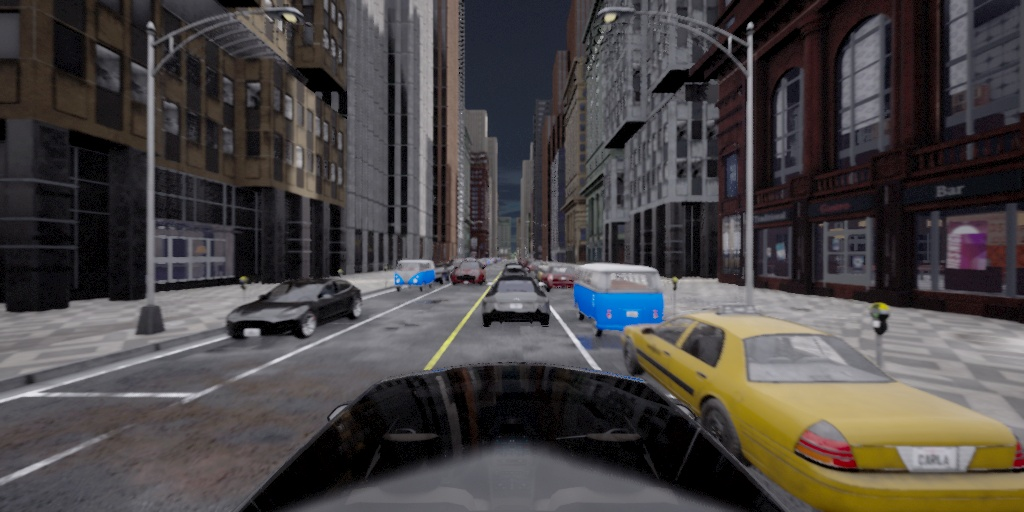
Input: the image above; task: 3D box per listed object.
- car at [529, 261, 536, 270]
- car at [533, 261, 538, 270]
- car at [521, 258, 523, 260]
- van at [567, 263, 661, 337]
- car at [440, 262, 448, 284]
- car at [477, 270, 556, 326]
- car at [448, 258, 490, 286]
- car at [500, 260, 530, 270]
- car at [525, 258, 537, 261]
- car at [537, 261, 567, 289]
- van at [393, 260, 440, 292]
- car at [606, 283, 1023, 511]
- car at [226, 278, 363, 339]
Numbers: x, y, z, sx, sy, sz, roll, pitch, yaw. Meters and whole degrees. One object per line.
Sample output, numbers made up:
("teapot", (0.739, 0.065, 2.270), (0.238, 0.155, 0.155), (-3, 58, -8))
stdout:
("car", (2.826, 1.368, 32.656), (2.007, 1.370, 4.403), (0, 0, 0))
("car", (2.813, 1.331, 27.190), (1.751, 1.417, 4.829), (0, 0, 0))
("car", (2.876, 1.179, 55.201), (2.192, 1.841, 5.009), (0, 0, 0))
("van", (2.775, 1.112, 10.111), (1.690, 1.789, 3.998), (0, 0, 0))
("car", (-5.712, 1.357, 27.028), (1.948, 1.339, 4.313), (0, 0, 0))
("car", (0.117, 1.334, 11.733), (1.994, 1.385, 4.181), (0, 0, 0))
("car", (-3.010, 1.144, 25.916), (2.097, 1.767, 4.553), (0, 0, 1))
("car", (0.153, 1.307, 27.710), (1.837, 1.490, 4.892), (0, 0, 0))
("car", (2.851, 1.280, 43.928), (1.967, 1.591, 4.097), (0, 0, 0))
("car", (2.800, 1.234, 21.383), (1.967, 1.591, 4.097), (0, 0, 0))
("van", (-5.725, 1.120, 21.391), (1.690, 1.789, 3.998), (0, 0, 0))
("car", (2.762, 1.286, 4.645), (1.751, 1.417, 4.829), (0, 0, 0))
("car", (-5.750, 1.322, 10.117), (1.948, 1.339, 4.313), (0, 0, 0))
